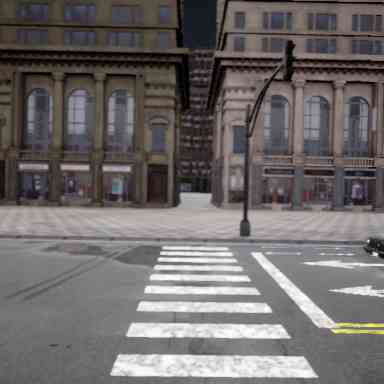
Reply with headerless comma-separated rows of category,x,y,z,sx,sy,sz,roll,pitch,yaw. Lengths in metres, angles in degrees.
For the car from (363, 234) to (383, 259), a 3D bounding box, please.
car,8.432,1.619,10.440,5.357,1.411,2.033,1,0,0
